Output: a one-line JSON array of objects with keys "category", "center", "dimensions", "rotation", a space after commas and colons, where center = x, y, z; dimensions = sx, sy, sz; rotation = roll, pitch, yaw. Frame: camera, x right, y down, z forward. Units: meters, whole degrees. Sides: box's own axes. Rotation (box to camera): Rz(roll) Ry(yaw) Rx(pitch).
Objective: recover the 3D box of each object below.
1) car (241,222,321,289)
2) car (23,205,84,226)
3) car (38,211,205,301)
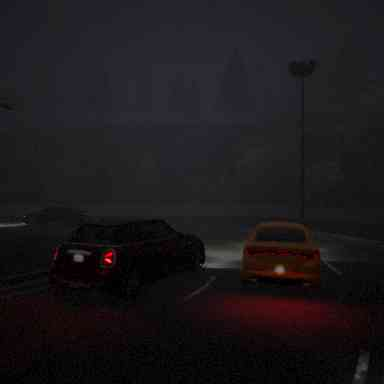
[{"category": "car", "center": [2.588, 1.617, 9.785], "dimensions": [1.882, 1.535, 5.008], "rotation": [1, -1, 15]}, {"category": "car", "center": [-10.399, 1.810, 25.518], "dimensions": [4.892, 1.490, 1.837], "rotation": [0, -3, 4]}, {"category": "car", "center": [-1.417, 1.469, 9.010], "dimensions": [2.097, 1.767, 4.553], "rotation": [-1, -1, 29]}]
